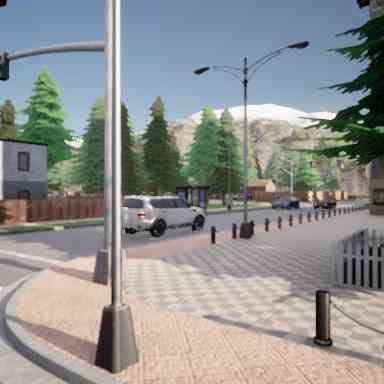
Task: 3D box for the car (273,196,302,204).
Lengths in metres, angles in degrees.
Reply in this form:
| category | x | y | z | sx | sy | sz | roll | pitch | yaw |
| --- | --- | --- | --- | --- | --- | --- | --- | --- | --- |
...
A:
| category | x | y | z | sx | sy | sz | roll | pitch | yaw |
| --- | --- | --- | --- | --- | --- | --- | --- | --- | --- |
| car | 18.325 | 1.478 | 63.932 | 4.902 | 1.511 | 2.128 | 0 | 0 | 36 |

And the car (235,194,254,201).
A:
| category | x | y | z | sx | sy | sz | roll | pitch | yaw |
| --- | --- | --- | --- | --- | --- | --- | --- | --- | --- |
| car | 12.693 | 1.168 | 78.130 | 1.932 | 1.855 | 4.605 | 0 | 0 | 36 |

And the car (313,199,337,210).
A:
| category | x | y | z | sx | sy | sz | roll | pitch | yaw |
| --- | --- | --- | --- | --- | --- | --- | --- | --- | --- |
| car | 17.092 | 1.593 | 42.541 | 1.895 | 1.301 | 4.718 | 0 | 0 | 37 |

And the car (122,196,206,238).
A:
| category | x | y | z | sx | sy | sz | roll | pitch | yaw |
| --- | --- | --- | --- | --- | --- | --- | --- | --- | --- |
| car | -1.514 | 1.217 | 17.994 | 2.150 | 2.045 | 5.566 | 0 | 0 | 37 |

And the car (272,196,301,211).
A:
| category | x | y | z | sx | sy | sz | roll | pitch | yaw |
| --- | --- | --- | --- | --- | --- | --- | --- | --- | --- |
| car | 11.645 | 1.346 | 41.193 | 2.097 | 1.767 | 4.553 | 0 | 0 | 38 |

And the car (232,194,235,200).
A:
| category | x | y | z | sx | sy | sz | roll | pitch | yaw |
| --- | --- | --- | --- | --- | --- | --- | --- | --- | --- |
| car | 10.428 | 1.171 | 79.288 | 1.905 | 1.878 | 3.866 | 0 | 0 | 36 |
